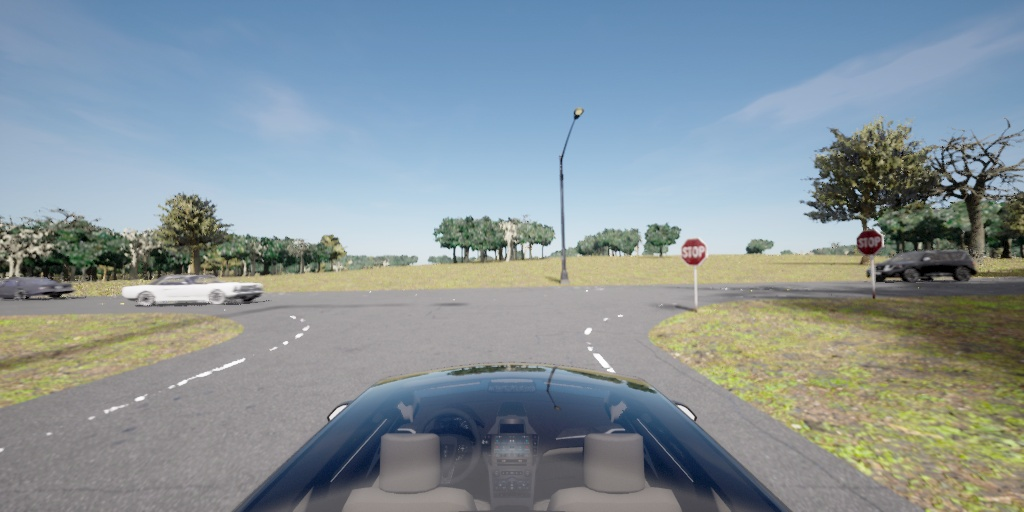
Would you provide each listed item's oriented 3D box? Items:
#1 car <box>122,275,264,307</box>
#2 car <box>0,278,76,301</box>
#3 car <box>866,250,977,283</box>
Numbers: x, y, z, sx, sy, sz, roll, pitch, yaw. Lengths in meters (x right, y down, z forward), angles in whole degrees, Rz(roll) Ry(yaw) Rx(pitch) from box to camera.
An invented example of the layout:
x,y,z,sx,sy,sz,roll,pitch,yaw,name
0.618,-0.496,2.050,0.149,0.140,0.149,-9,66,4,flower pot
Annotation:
x,y,z,sx,sy,sz,roll,pitch,yaw,name
-13.626,1.472,15.581,4.718,1.301,1.895,-1,-3,0,car
-30.923,2.061,22.484,5.357,1.411,2.033,-1,-3,0,car
26.392,0.706,23.211,5.566,2.045,2.150,-1,-3,-1,car
